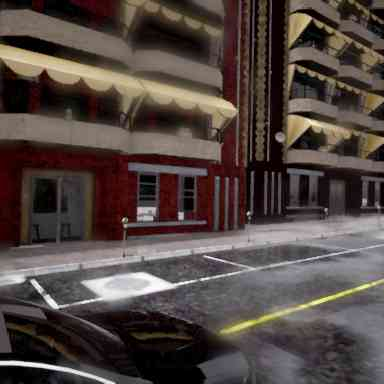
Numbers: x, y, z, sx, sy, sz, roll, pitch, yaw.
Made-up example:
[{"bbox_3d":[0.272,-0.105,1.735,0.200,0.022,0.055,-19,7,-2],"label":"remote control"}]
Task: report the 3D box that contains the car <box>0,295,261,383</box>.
[{"bbox_3d":[-1.631,1.506,2.116,4.892,1.490,1.837,0,0,-35],"label":"car"}]
